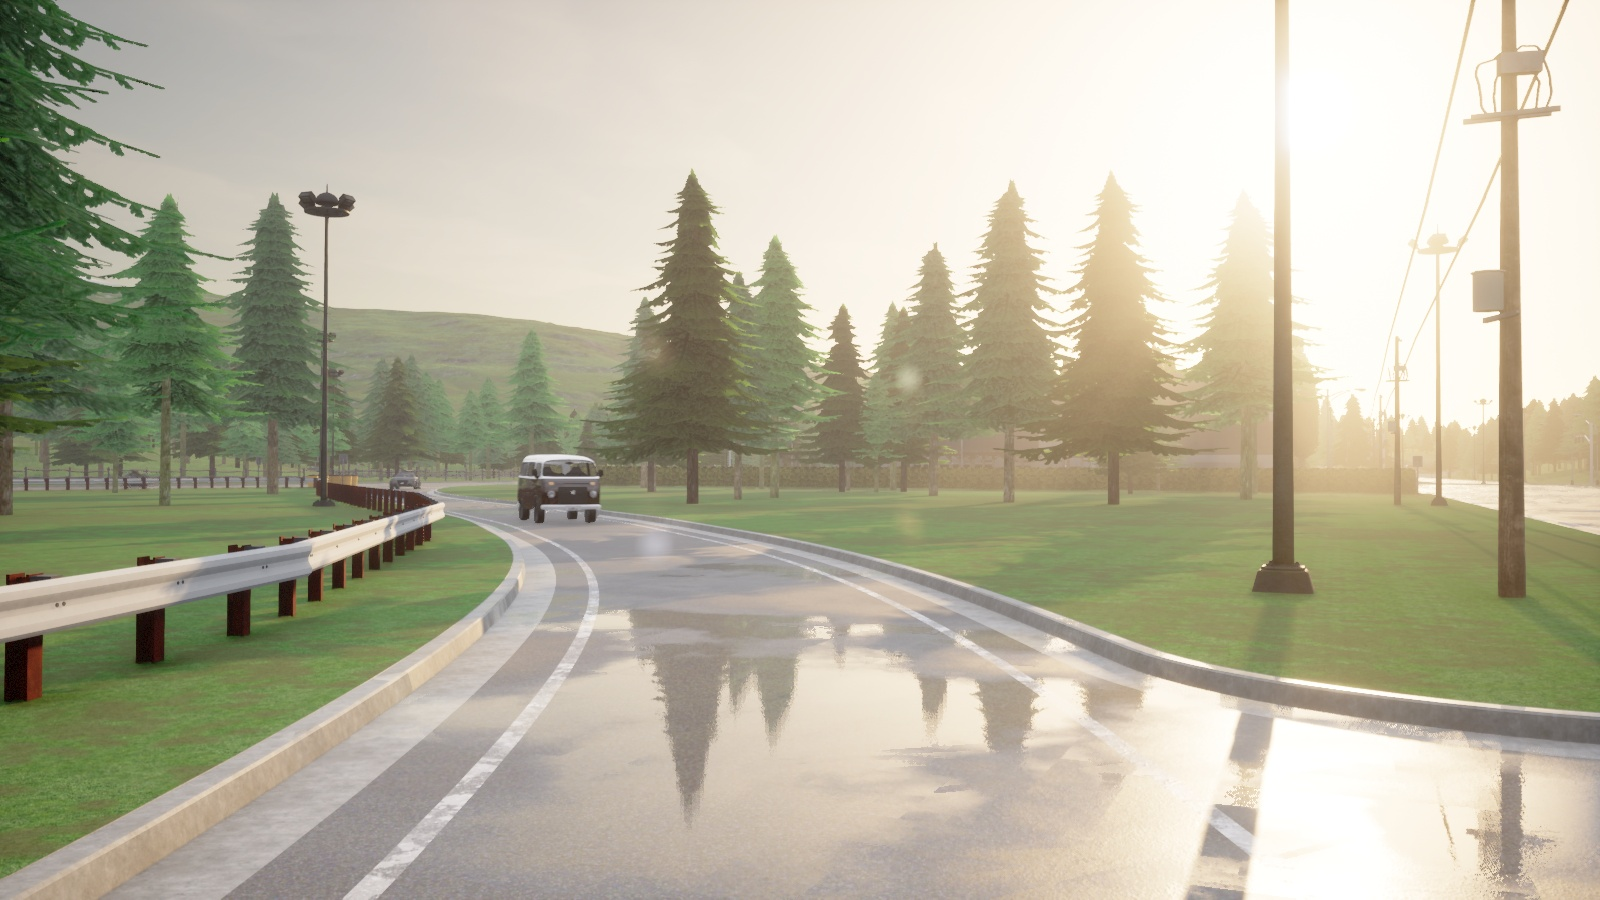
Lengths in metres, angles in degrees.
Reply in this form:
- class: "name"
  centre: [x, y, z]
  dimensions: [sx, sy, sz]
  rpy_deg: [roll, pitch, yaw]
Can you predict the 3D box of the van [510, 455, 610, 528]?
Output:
- class: "van"
  centre: [-7.244, 1.190, 37.579]
  dimensions: [2.069, 2.038, 4.480]
  rpy_deg: [0, -1, -22]
